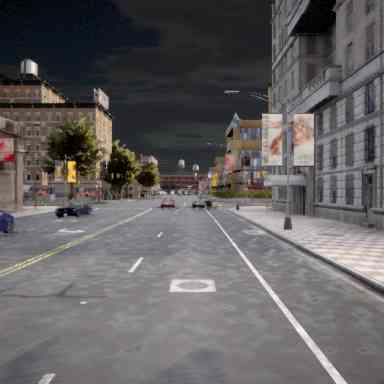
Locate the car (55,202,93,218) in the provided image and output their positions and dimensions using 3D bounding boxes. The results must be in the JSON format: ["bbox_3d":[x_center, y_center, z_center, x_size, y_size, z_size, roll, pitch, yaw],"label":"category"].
[{"bbox_3d":[-10.493,1.601,29.792,1.895,1.301,4.718,0,0,0],"label":"car"}]

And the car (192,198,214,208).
[{"bbox_3d":[1.610,1.564,47.797,1.994,1.385,4.181,0,0,24],"label":"car"}]

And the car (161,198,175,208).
[{"bbox_3d":[-3.482,1.564,48.301,1.994,1.385,4.181,0,0,-2],"label":"car"}]

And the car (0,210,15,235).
[{"bbox_3d":[-10.513,1.525,16.306,1.812,1.442,4.674,0,0,1],"label":"car"}]
